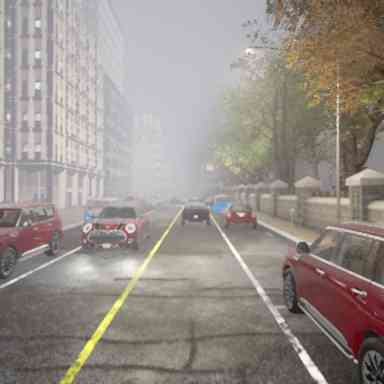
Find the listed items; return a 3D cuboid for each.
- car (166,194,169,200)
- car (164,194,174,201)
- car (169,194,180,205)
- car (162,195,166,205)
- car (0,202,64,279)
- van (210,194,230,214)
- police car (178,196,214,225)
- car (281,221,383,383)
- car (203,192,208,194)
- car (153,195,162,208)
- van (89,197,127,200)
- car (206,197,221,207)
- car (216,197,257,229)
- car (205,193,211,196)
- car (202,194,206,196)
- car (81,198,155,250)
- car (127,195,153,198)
[{"bbox_3d":[-5.314,1.219,53.889,1.967,1.590,4.097,1,0,0],"label":"car"},{"bbox_3d":[-5.162,1.215,75.786,2.008,1.369,4.403,1,0,0],"label":"car"},{"bbox_3d":[-2.699,1.282,54.295,1.837,1.490,4.892,0,0,1],"label":"car"},{"bbox_3d":[-5.352,1.245,48.415,1.967,1.590,4.097,1,0,0],"label":"car"},{"bbox_3d":[-5.619,1.278,10.095,2.192,1.841,5.009,1,0,0],"label":"car"},{"bbox_3d":[2.914,1.223,31.894,1.690,1.788,3.998,1,0,0],"label":"van"},{"bbox_3d":[0.255,1.339,23.558,1.930,1.638,5.238,0,1,0],"label":"police car"},{"bbox_3d":[2.723,1.301,4.502,2.192,1.841,5.009,1,0,0],"label":"car"},{"bbox_3d":[3.183,1.013,70.244,2.192,1.841,5.009,1,0,0],"label":"car"},{"bbox_3d":[-5.391,1.381,42.940,2.008,1.369,4.403,1,0,0],"label":"car"},{"bbox_3d":[-5.542,1.263,21.043,1.690,1.788,3.998,1,0,0],"label":"van"},{"bbox_3d":[3.027,1.375,48.332,1.947,1.339,4.313,1,0,0],"label":"car"},{"bbox_3d":[2.837,1.366,20.937,1.967,1.590,4.097,1,0,0],"label":"car"},{"bbox_3d":[2.990,1.274,42.851,1.967,1.590,4.097,1,0,0],"label":"car"},{"bbox_3d":[0.383,1.385,41.866,2.033,1.411,5.357,0,0,0],"label":"car"},{"bbox_3d":[-3.011,1.302,14.008,2.097,1.767,4.553,0,0,0],"label":"car"},{"bbox_3d":[-5.465,1.193,31.991,2.192,1.841,5.009,1,0,0],"label":"car"}]
